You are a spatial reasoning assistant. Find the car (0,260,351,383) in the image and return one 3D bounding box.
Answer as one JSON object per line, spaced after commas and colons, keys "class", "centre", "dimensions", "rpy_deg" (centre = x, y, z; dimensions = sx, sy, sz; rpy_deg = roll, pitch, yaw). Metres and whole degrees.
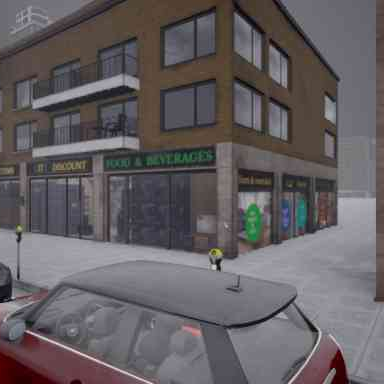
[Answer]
{"class": "car", "centre": [-0.706, 1.440, 3.308], "dimensions": [4.097, 1.590, 1.967], "rpy_deg": [0, 0, 35]}
